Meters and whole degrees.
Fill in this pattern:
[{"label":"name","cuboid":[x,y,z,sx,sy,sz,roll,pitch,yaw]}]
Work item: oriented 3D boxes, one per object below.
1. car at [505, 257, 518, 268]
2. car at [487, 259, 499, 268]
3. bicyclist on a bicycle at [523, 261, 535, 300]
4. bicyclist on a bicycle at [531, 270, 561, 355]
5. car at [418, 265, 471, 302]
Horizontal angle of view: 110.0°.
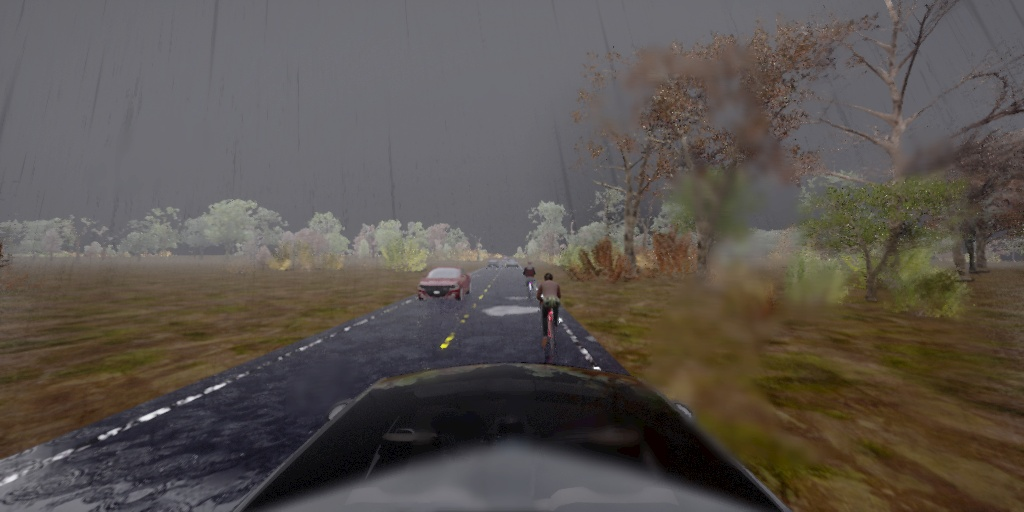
[{"label":"car","cuboid":[0.095,1.281,62.395,1.994,1.385,4.181,0,0,0]},{"label":"car","cuboid":[-3.073,1.267,59.353,2.033,1.411,5.357,0,0,0]},{"label":"bicyclist on a bicycle","cuboid":[0.814,1.110,16.682,0.659,1.776,1.843,-1,0,0]},{"label":"bicyclist on a bicycle","cuboid":[0.813,1.197,7.733,0.582,1.620,1.656,-1,0,0]},{"label":"car","cuboid":[-3.102,1.220,17.245,1.882,1.535,5.008,0,0,0]}]
